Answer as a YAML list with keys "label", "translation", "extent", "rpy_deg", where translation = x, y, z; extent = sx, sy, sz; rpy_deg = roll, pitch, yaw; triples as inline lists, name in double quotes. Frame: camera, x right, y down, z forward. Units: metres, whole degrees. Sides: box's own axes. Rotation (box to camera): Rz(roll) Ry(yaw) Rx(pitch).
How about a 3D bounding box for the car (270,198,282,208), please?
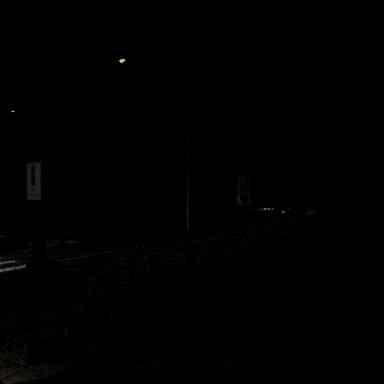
- label: "car"
  translation: [13.085, 1.613, 49.076]
  extent: [1.812, 1.442, 4.674]
  rpy_deg: [-1, -1, 35]

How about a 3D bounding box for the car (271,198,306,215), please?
- label: "car"
  translation: [9.966, 1.594, 33.423]
  extent: [1.895, 1.301, 4.718]
  rpy_deg: [-1, -1, 35]
